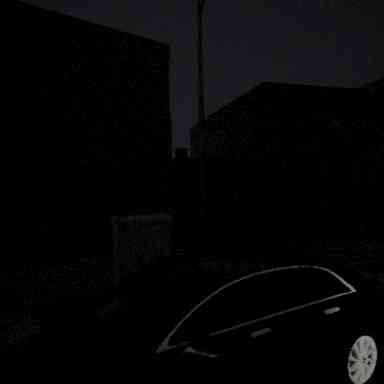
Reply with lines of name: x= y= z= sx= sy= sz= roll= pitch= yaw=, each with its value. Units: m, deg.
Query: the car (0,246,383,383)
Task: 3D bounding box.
car: x=0.236 y=1.473 z=3.763 sx=4.892 sy=1.490 sz=1.837 roll=0 pitch=0 yaw=-30
